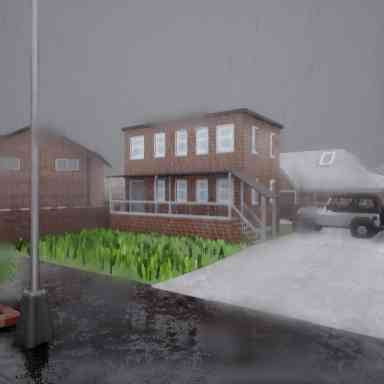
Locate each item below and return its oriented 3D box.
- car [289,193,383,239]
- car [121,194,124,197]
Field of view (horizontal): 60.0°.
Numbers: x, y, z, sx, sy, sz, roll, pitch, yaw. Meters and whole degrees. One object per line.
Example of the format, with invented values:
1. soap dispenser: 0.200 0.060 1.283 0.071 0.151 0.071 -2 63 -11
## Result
1. car: 6.274 0.971 14.176 3.866 1.878 1.905 0 0 36
2. car: -9.196 1.257 54.668 2.150 2.045 5.566 0 0 36
